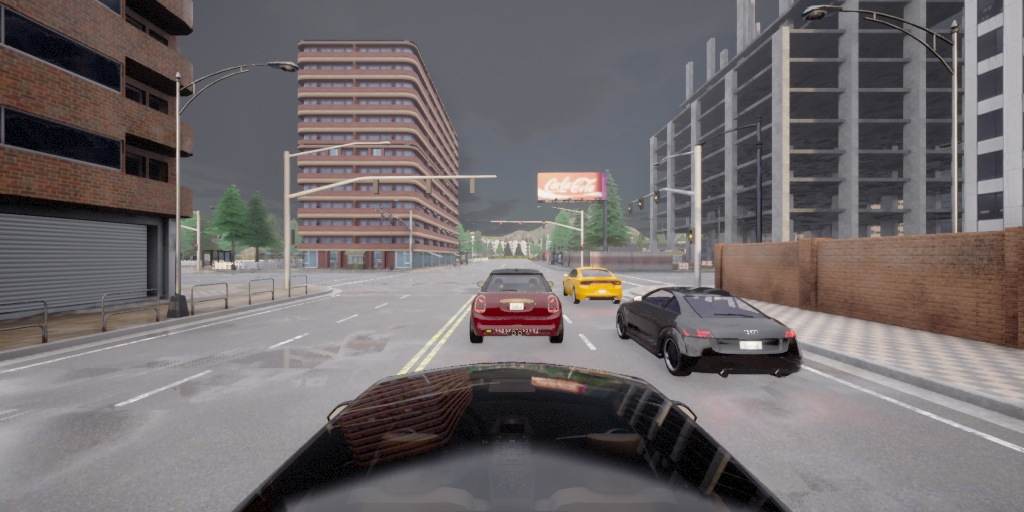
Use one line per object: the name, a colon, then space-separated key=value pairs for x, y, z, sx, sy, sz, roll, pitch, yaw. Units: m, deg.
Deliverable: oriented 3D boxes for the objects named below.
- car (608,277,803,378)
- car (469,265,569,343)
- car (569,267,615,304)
car: x=3.598 y=1.314 z=7.410 sx=1.994 sy=1.385 sz=4.181 roll=0 pitch=0 yaw=0
car: x=0.100 y=1.102 z=9.814 sx=2.097 sy=1.767 sz=4.553 roll=0 pitch=0 yaw=0
car: x=3.498 y=1.228 z=16.343 sx=1.882 sy=1.535 sz=5.008 roll=0 pitch=0 yaw=0
